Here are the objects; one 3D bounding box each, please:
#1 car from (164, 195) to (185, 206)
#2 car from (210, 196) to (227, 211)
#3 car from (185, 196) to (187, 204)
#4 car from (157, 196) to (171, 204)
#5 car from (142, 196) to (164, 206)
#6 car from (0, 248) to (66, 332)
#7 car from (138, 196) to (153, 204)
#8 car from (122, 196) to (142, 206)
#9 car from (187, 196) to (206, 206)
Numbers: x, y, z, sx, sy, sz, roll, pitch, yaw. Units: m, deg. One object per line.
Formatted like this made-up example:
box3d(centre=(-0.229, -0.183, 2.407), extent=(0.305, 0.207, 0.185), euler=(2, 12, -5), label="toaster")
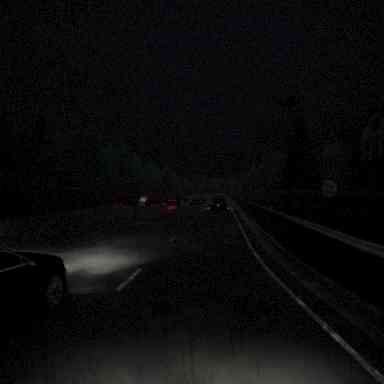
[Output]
box3d(centre=(-2.780, 1.432, 52.656), extent=(1.837, 1.490, 4.892), euler=(0, 0, 5), label="car")
box3d(centre=(3.260, 1.515, 40.897), extent=(1.994, 1.385, 4.181), euler=(0, 0, 5), label="car")
box3d(centre=(-1.818, 1.421, 63.032), extent=(1.837, 1.490, 4.892), euler=(0, 0, 5), label="car")
box3d(centre=(-5.300, 1.511, 63.385), extent=(1.895, 1.301, 4.718), euler=(0, 0, 5), label="car")
box3d(centre=(-6.227, 1.486, 53.394), extent=(1.994, 1.385, 4.181), euler=(0, 0, 5), label="car")
box3d(centre=(-3.600, 1.480, 4.828), extent=(2.128, 1.511, 4.902), euler=(0, 0, 5), label="car")
box3d(centre=(-8.788, 1.431, 63.678), extent=(1.812, 1.442, 4.674), euler=(0, 0, 5), label="car")
box3d(centre=(-9.750, 1.421, 53.302), extent=(1.837, 1.490, 4.892), euler=(0, 0, 5), label="car")
box3d(centre=(0.740, 1.497, 52.715), extent=(1.994, 1.385, 4.181), euler=(0, 0, 5), label="car")
